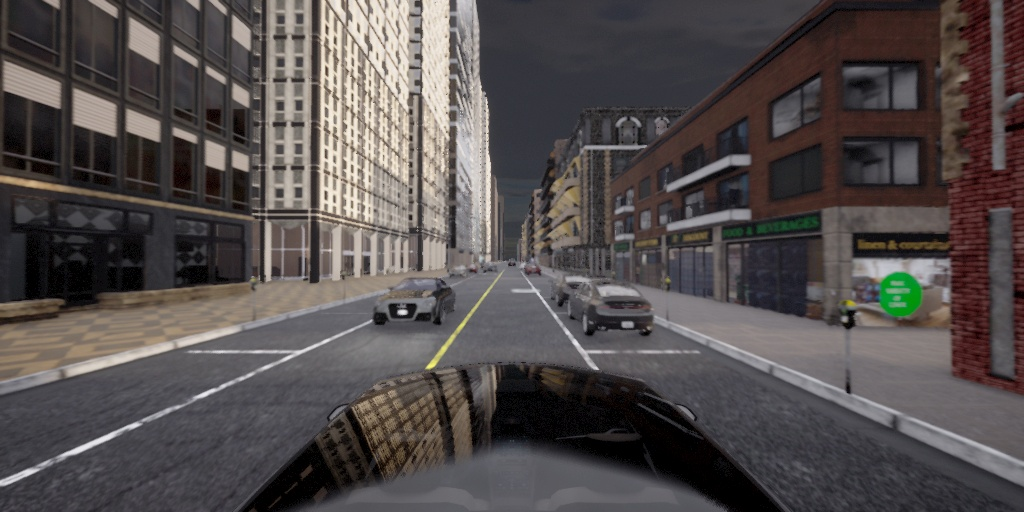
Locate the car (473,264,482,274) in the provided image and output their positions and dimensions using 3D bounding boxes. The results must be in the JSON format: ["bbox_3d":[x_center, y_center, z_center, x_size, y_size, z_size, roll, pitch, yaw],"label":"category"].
[{"bbox_3d":[-5.691,1.747,50.057,1.888,1.381,4.507,0,0,0],"label":"car"}]

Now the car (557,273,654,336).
[{"bbox_3d":[2.690,1.381,10.519,2.007,1.370,4.403,0,0,0],"label":"car"}]

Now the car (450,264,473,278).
[{"bbox_3d":[-5.690,1.644,38.760,2.007,1.370,4.403,0,0,0],"label":"car"}]

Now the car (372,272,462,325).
[{"bbox_3d":[-3.084,1.409,12.083,1.994,1.385,4.181,0,-1,0],"label":"car"}]

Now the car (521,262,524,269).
[{"bbox_3d":[2.690,1.641,50.057,1.967,1.591,4.097,0,0,0],"label":"car"}]

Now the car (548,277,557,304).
[{"bbox_3d":[2.691,1.433,16.167,2.007,1.370,4.403,0,0,0],"label":"car"}]

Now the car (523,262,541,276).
[{"bbox_3d":[2.690,1.729,44.409,1.802,1.307,4.207,0,0,0],"label":"car"}]

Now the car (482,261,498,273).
[{"bbox_3d":[-3.072,1.780,51.530,1.994,1.385,4.181,0,-1,0],"label":"car"}]
